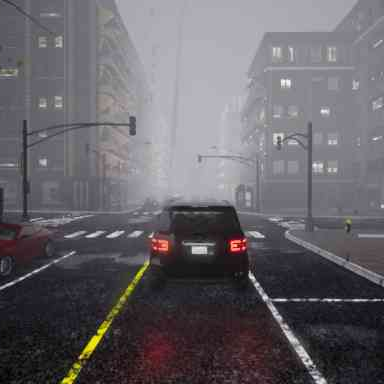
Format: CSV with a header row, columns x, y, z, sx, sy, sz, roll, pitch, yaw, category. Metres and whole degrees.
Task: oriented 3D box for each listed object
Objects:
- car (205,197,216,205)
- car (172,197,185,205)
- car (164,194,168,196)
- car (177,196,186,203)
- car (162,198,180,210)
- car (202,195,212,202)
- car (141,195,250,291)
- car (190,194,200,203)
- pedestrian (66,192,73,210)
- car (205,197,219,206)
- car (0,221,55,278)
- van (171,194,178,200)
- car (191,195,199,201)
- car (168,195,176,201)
x,y,z,sx,sy,sz,roll,pitch,yaw,category
3.260,1.543,59.268,1.887,1.381,4.507,0,0,1,car
-2.466,1.563,61.610,1.994,1.385,4.181,0,0,1,car
-5.010,1.314,70.633,2.192,1.841,5.009,0,0,1,car
-2.302,1.522,71.915,1.812,1.442,4.674,0,0,1,car
-2.671,1.562,43.069,1.994,1.385,4.181,0,0,2,car
3.426,1.440,76.184,1.967,1.590,4.097,0,0,1,car
0.171,1.221,9.114,2.150,2.045,5.566,0,0,1,car
0.724,1.354,72.938,2.097,1.767,4.553,0,0,1,car
-12.395,0.902,33.504,0.375,1.860,0.375,0,-1,0,pedestrian
3.204,1.549,53.630,2.008,1.369,4.403,0,0,1,car
-5.607,1.581,10.033,1.802,1.307,4.206,0,0,1,car
-4.786,1.340,93.188,1.690,1.788,3.998,0,0,1,van
0.806,1.477,82.715,1.882,1.535,5.008,0,0,1,car
-4.899,1.525,81.741,1.752,1.417,4.829,0,0,1,car
